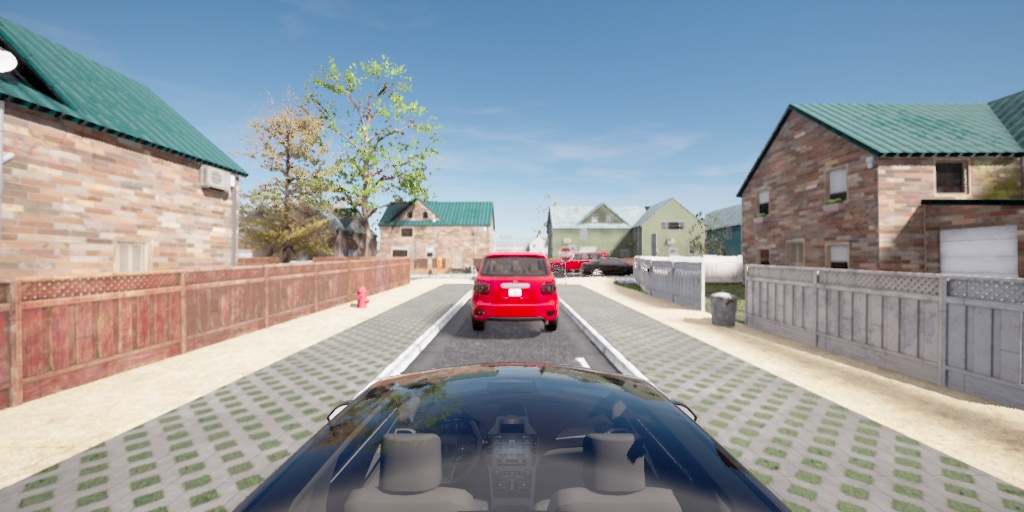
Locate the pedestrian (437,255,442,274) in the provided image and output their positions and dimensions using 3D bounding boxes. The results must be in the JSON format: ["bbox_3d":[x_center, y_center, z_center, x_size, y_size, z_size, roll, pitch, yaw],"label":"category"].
[{"bbox_3d":[-6.780,0.789,33.407,0.375,1.860,0.375,0,0,1],"label":"pedestrian"}]

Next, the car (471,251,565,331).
[{"bbox_3d":[0.076,0.882,10.749,2.150,2.045,5.566,0,1,0],"label":"car"}]

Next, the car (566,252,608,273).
[{"bbox_3d":[5.546,0.714,30.362,5.566,2.045,2.150,0,-1,1],"label":"car"}]

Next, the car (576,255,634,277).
[{"bbox_3d":[7.765,0.904,27.383,5.008,1.535,1.882,0,-1,1],"label":"car"}]
